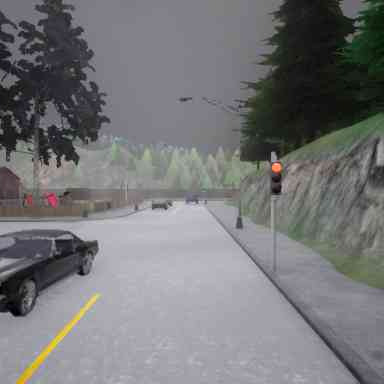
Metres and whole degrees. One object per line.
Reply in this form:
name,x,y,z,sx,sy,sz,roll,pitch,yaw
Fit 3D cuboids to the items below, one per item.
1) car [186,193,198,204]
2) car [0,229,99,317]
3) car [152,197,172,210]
car,0.051,1.221,62.528,2.150,2.045,5.566,0,0,0
car,-3.787,1.601,7.635,1.895,1.301,4.718,0,0,3
car,-4.064,1.478,42.896,1.882,1.535,5.008,0,0,0
